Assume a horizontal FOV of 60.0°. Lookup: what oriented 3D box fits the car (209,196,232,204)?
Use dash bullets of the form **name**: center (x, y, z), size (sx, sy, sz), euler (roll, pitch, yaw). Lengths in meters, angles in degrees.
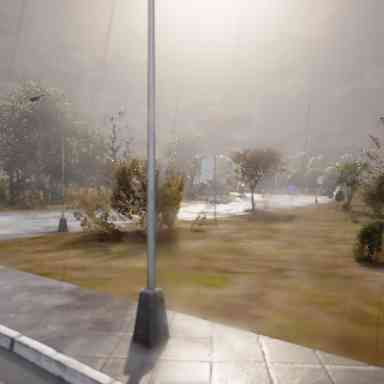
- **car**: center (4.764, 1.347, 55.428), size (1.895, 1.301, 4.718), euler (0, 1, 37)
